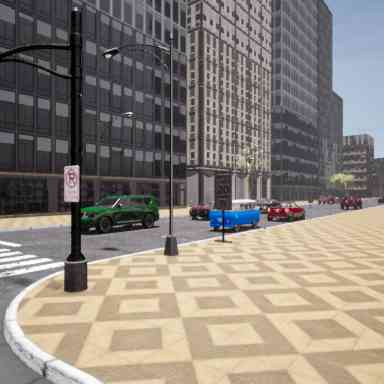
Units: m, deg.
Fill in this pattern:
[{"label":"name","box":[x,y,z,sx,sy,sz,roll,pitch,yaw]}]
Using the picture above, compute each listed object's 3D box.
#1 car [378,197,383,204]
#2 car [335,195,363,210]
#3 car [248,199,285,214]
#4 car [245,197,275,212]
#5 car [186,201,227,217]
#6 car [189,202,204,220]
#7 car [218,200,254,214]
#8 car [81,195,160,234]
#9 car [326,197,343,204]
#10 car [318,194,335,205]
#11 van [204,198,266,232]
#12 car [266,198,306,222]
[{"label":"car","box":[38.332,1.658,66.437,1.947,1.339,4.313,0,0,38]},{"label":"car","box":[21.306,1.368,44.439,2.192,1.841,5.009,0,0,38]},{"label":"car","box":[8.206,1.522,36.337,2.128,1.511,4.902,0,0,38]},{"label":"car","box":[8.264,1.471,40.463,1.967,1.590,4.097,0,0,38]},{"label":"car","box":[1.452,1.603,31.663,1.802,1.307,4.206,0,0,38]},{"label":"car","box":[1.819,1.624,28.102,1.895,1.301,4.718,0,0,38]},{"label":"car","box":[4.858,1.570,36.064,1.887,1.381,4.507,0,0,38]},{"label":"car","box":[-4.399,1.238,20.035,2.150,2.045,5.566,0,0,39]},{"label":"car","box":[28.696,1.624,66.862,2.008,1.369,4.403,0,0,38]},{"label":"car","box":[25.291,1.380,62.463,2.192,1.841,5.009,0,0,38]},{"label":"van","box":[2.704,1.368,20.224,1.690,1.788,3.998,0,0,38]},{"label":"car","box":[7.684,1.472,26.839,1.967,1.590,4.097,0,0,38]}]
